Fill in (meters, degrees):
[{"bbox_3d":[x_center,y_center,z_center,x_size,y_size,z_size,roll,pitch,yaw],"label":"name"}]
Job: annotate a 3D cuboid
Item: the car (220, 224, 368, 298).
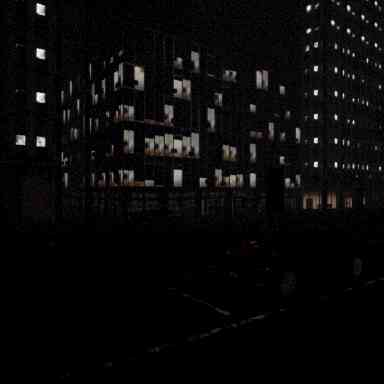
[{"bbox_3d":[2.728,1.545,8.507,4.507,1.381,1.887,0,0,-36],"label":"car"}]
